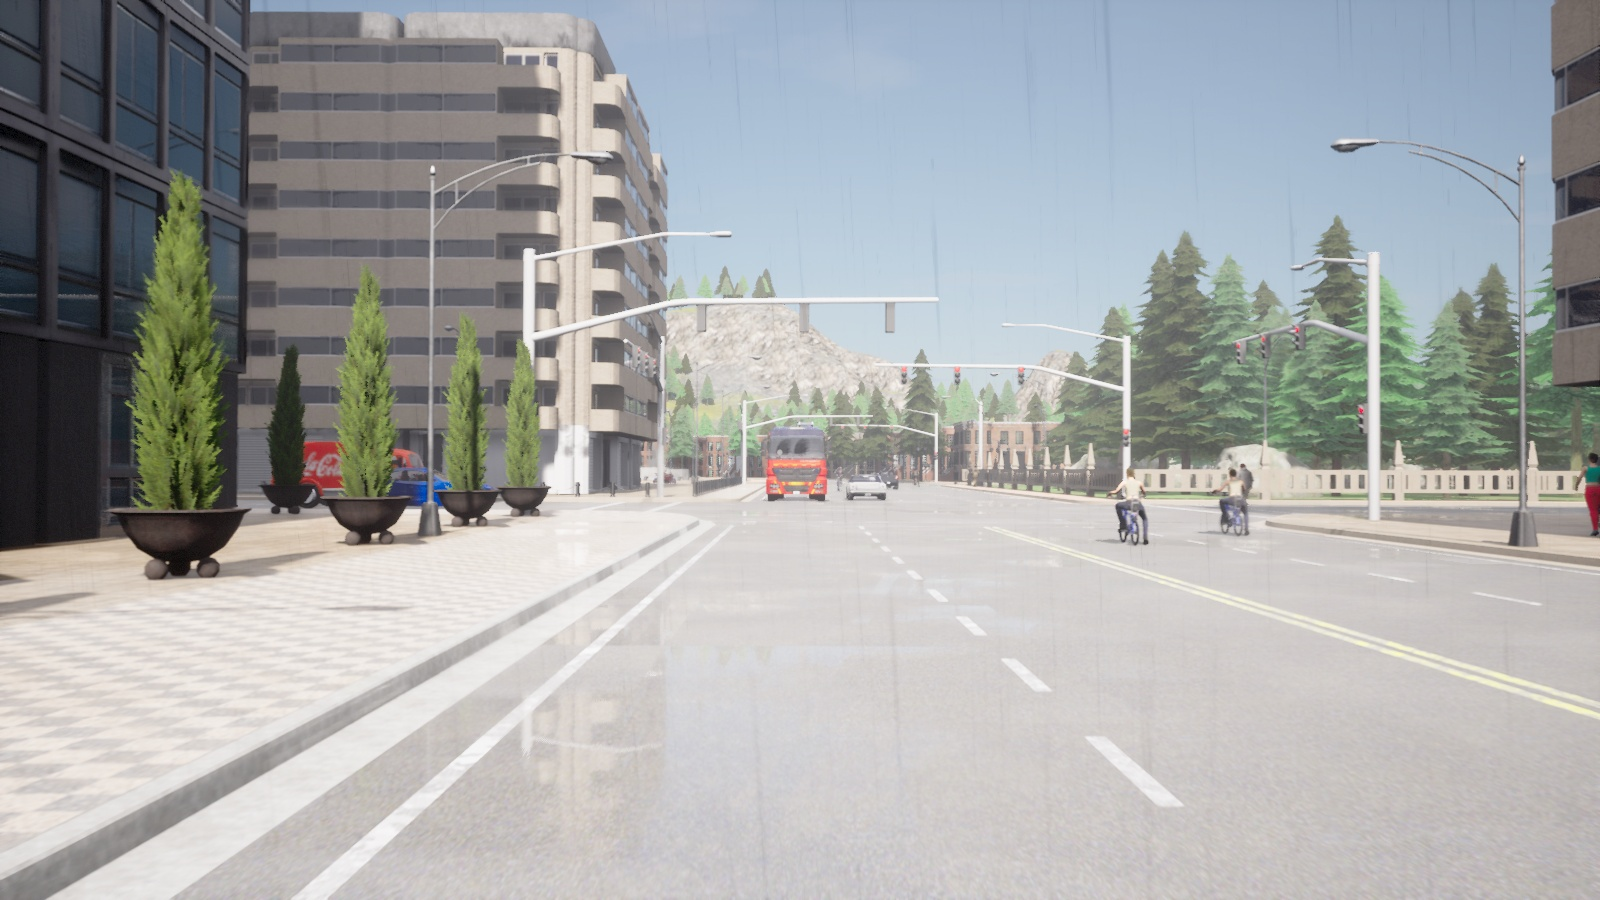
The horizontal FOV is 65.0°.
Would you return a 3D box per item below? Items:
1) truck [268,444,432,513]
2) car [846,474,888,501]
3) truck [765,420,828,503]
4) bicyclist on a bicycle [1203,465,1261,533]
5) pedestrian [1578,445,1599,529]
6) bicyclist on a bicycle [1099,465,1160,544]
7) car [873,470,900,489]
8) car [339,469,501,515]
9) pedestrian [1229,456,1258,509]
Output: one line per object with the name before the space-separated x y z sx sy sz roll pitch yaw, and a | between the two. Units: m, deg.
truck | -16.732 1.050 46.942 5.204 2.467 2.627 0 -1 0
car | 3.346 1.864 63.527 1.895 1.301 4.718 0 -1 0
truck | -0.157 0.592 62.311 2.891 3.827 8.468 0 -1 0
bicyclist on a bicycle | 10.420 1.168 30.364 0.866 1.612 1.509 0 -1 0
pedestrian | 17.663 0.821 28.000 0.345 1.836 0.594 0 -1 15
bicyclist on a bicycle | 6.929 1.123 26.479 0.866 1.612 1.509 0 -1 0
car | 6.759 2.289 98.156 1.845 1.501 3.633 0 -1 0
car | -13.077 1.446 43.425 5.008 1.535 1.882 0 -1 0
pedestrian | 16.475 1.194 46.681 0.659 1.952 0.873 0 -1 -9
